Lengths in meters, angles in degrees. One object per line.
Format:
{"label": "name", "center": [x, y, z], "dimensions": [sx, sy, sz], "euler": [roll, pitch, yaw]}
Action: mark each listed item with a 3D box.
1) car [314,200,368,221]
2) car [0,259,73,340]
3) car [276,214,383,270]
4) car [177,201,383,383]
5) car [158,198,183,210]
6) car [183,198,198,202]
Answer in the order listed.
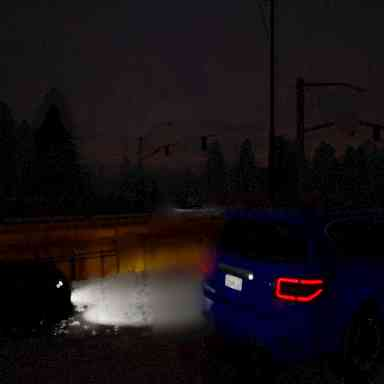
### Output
{"label": "car", "center": [12.775, 1.534, 28.948], "dimensions": [1.882, 1.535, 5.008], "euler": [1, 0, -9]}
{"label": "car", "center": [-4.086, 1.564, 5.122], "dimensions": [4.181, 1.385, 1.994], "euler": [0, 0, -36]}
{"label": "car", "center": [5.115, 1.587, 11.772], "dimensions": [4.181, 1.385, 1.994], "euler": [0, 0, -38]}
{"label": "car", "center": [2.714, 1.231, 5.669], "dimensions": [5.566, 2.045, 2.150], "euler": [0, 0, -35]}
{"label": "car", "center": [-3.482, 1.611, 43.974], "dimensions": [1.994, 1.385, 4.181], "euler": [0, 0, -36]}
{"label": "car", "center": [-0.509, 1.532, 45.833], "dimensions": [1.882, 1.535, 5.008], "euler": [0, 0, -36]}
